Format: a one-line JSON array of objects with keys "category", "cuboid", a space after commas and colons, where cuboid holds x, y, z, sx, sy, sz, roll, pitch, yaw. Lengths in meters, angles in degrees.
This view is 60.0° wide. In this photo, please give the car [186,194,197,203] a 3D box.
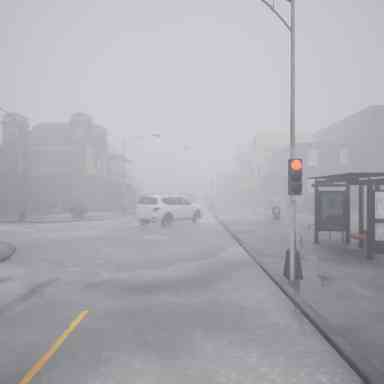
[{"category": "car", "cuboid": [-0.087, 1.352, 67.190, 2.097, 1.767, 4.553, 0, 0, 0]}]

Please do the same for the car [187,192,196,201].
[{"category": "car", "cuboid": [-0.100, 1.057, 77.254, 2.150, 2.045, 5.566, 0, 0, 0]}]

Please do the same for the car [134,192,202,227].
[{"category": "car", "cuboid": [-1.517, 1.221, 23.118, 2.150, 2.045, 5.566, 2, 1, 36]}]
